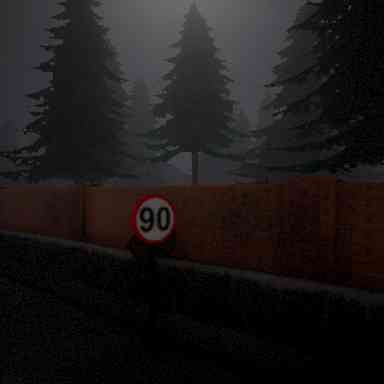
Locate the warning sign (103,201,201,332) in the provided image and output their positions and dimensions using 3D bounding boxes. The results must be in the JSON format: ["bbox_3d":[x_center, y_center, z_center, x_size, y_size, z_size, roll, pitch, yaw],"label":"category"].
[{"bbox_3d":[-0.650,1.115,5.691,1.060,1.860,1.300,0,0,37],"label":"warning sign"}]
